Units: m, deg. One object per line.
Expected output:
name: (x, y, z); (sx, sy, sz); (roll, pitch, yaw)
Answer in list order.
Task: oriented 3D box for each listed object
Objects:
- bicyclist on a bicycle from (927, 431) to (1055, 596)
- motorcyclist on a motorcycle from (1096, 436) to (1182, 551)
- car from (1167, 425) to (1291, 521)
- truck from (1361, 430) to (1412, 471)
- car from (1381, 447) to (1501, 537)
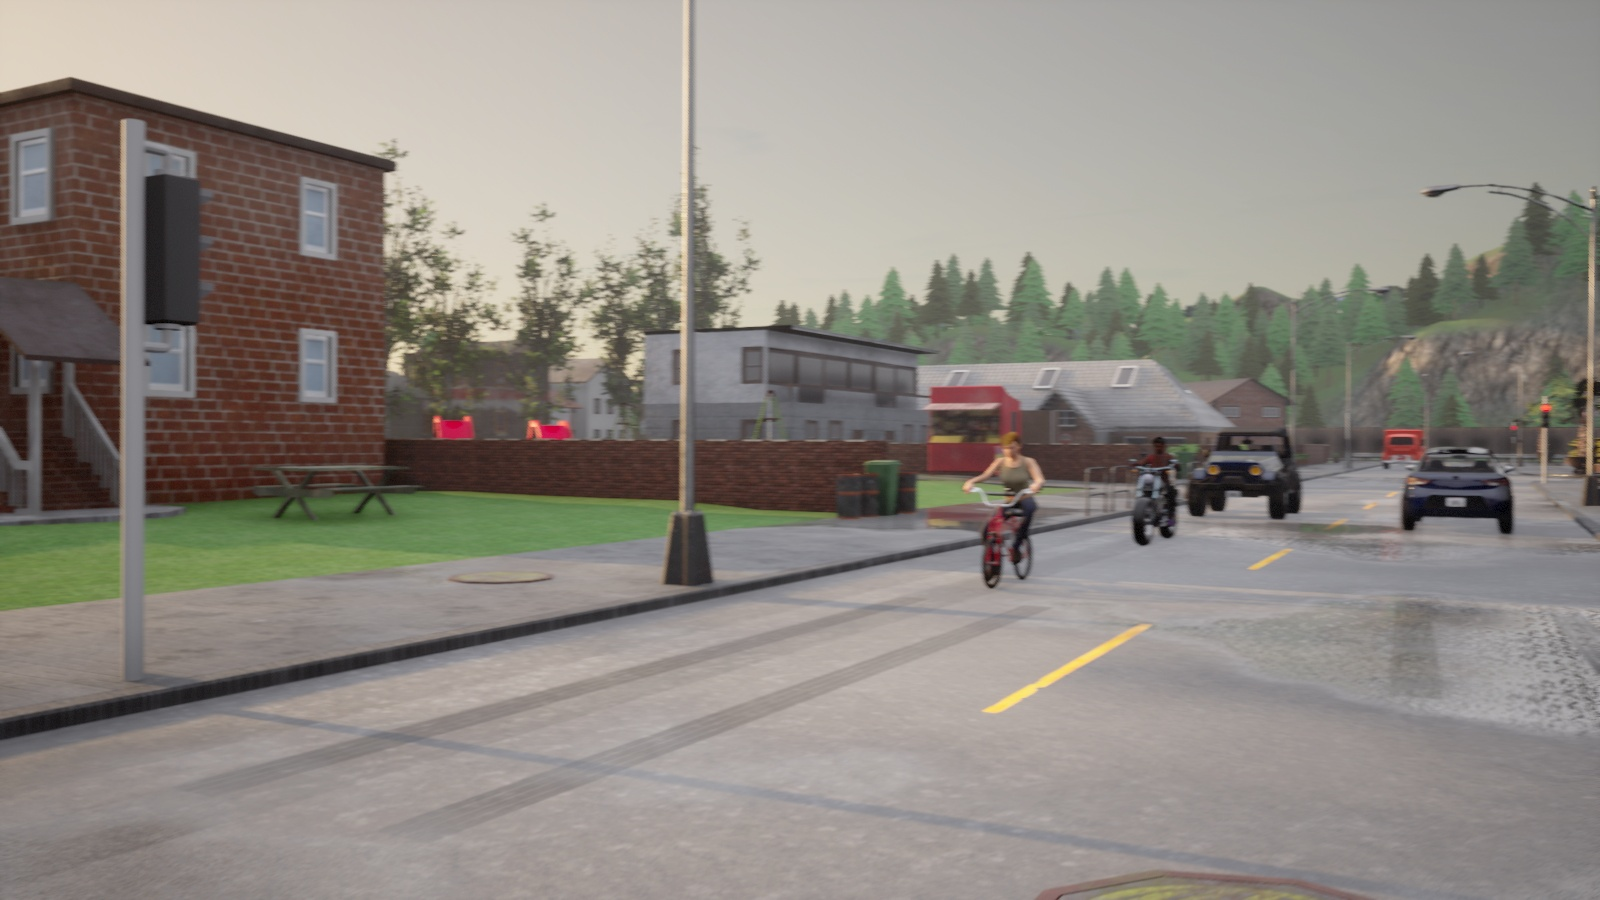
bicyclist on a bicycle: (2.028, 0.615, 13.166); (0.866, 1.612, 1.509); (1, 0, 28)
motorcyclist on a motorcycle: (5.216, 0.613, 19.206); (0.766, 1.649, 2.350); (1, 1, 28)
car: (9.190, 0.438, 26.708); (1.905, 1.878, 3.866); (1, 0, 28)
truck: (37.212, 0.013, 79.618); (2.627, 2.467, 5.204); (1, 0, 28)
car: (11.856, 0.695, 23.197); (1.816, 1.474, 4.193); (1, 0, 28)
